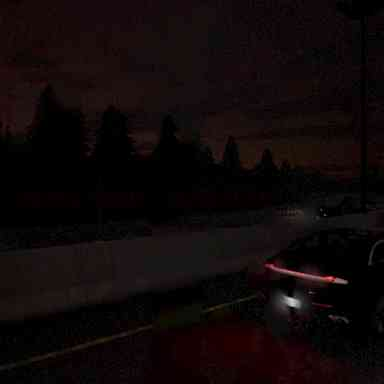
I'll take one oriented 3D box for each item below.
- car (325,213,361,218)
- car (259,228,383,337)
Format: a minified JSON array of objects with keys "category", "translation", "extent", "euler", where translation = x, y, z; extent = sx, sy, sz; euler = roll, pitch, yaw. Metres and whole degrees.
[{"category":"car","translation":[11.482,1.555,24.884],"extent":[2.033,1.411,5.357],"euler":[0,0,40]},{"category":"car","translation":[3.422,1.494,6.717],"extent":[4.902,1.511,2.128],"euler":[0,0,-40]}]
